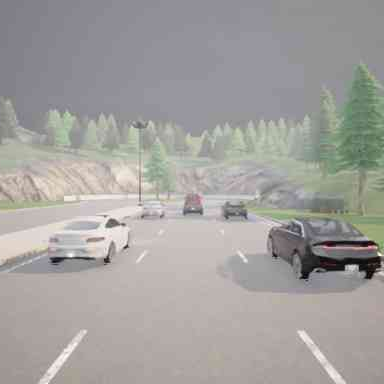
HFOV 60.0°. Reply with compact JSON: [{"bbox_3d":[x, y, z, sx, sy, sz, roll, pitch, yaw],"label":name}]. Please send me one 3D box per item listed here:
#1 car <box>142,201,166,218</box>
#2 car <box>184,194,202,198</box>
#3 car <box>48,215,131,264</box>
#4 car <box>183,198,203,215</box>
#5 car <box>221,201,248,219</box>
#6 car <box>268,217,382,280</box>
[{"bbox_3d":[-3.398,1.525,30.055,1.812,1.442,4.674,0,0,0],"label":"car"},{"bbox_3d":[0.092,1.222,43.623,2.150,2.045,5.566,0,0,0],"label":"car"},{"bbox_3d":[-3.400,1.526,11.653,1.812,1.442,4.674,0,0,0],"label":"car"},{"bbox_3d":[0.097,1.564,33.752,1.994,1.385,4.181,0,0,0],"label":"car"},{"bbox_3d":[3.600,1.492,28.796,2.128,1.511,4.902,0,0,0],"label":"car"},{"bbox_3d":[3.600,1.491,9.904,2.128,1.511,4.902,0,0,0],"label":"car"}]
